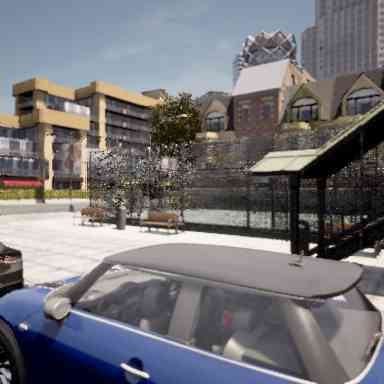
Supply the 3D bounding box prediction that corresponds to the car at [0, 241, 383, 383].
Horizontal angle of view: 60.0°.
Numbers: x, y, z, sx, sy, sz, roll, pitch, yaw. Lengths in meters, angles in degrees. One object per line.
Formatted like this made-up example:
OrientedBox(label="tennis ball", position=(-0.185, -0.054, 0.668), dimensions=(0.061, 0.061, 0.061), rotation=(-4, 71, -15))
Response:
OrientedBox(label="car", position=(-0.284, 1.339, 3.505), dimensions=(4.553, 1.767, 2.185), rotation=(0, 0, 35))
